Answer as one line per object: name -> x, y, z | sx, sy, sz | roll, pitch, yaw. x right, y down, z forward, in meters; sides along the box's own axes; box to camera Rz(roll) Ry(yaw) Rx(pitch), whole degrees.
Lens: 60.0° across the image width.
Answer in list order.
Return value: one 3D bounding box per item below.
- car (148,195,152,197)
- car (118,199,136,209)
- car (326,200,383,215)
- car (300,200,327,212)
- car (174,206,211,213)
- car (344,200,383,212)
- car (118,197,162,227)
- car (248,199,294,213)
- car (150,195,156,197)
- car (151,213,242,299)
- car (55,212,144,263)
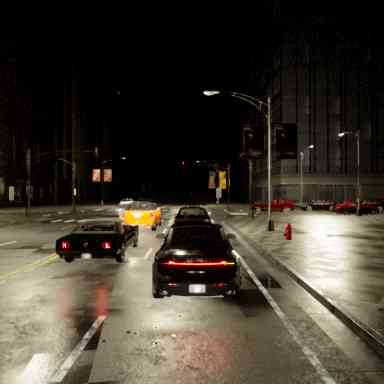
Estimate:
car -> -9.691, 1.869, 64.755 | 2.033, 1.411, 5.357 | 0, 0, 1
car -> -9.769, 1.746, 50.474 | 1.812, 1.442, 4.674 | 0, 0, 0
car -> 15.361, 1.577, 31.336 | 4.206, 1.307, 1.802 | 0, 0, -1
car -> 15.244, 1.663, 39.860 | 4.313, 1.339, 1.947 | 0, 0, -1
car -> 0.026, 1.510, 17.954 | 1.882, 1.535, 5.008 | 0, 0, 0
car -> 20.884, 1.644, 39.940 | 4.313, 1.339, 1.947 | 0, 0, -1
car -> -3.118, 1.396, 21.065 | 2.097, 1.767, 4.553 | 0, 0, 0
car -> 8.769, 1.565, 37.016 | 5.008, 1.535, 1.882 | 0, -1, -1
car -> -9.632, 1.668, 79.675 | 2.150, 2.045, 5.566 | 0, 0, 0
car -> 0.110, 1.512, 8.463 | 1.837, 1.490, 4.892 | 0, 0, 0
car -> -3.131, 1.615, 12.071 | 1.895, 1.301, 4.718 | 0, 0, 0
